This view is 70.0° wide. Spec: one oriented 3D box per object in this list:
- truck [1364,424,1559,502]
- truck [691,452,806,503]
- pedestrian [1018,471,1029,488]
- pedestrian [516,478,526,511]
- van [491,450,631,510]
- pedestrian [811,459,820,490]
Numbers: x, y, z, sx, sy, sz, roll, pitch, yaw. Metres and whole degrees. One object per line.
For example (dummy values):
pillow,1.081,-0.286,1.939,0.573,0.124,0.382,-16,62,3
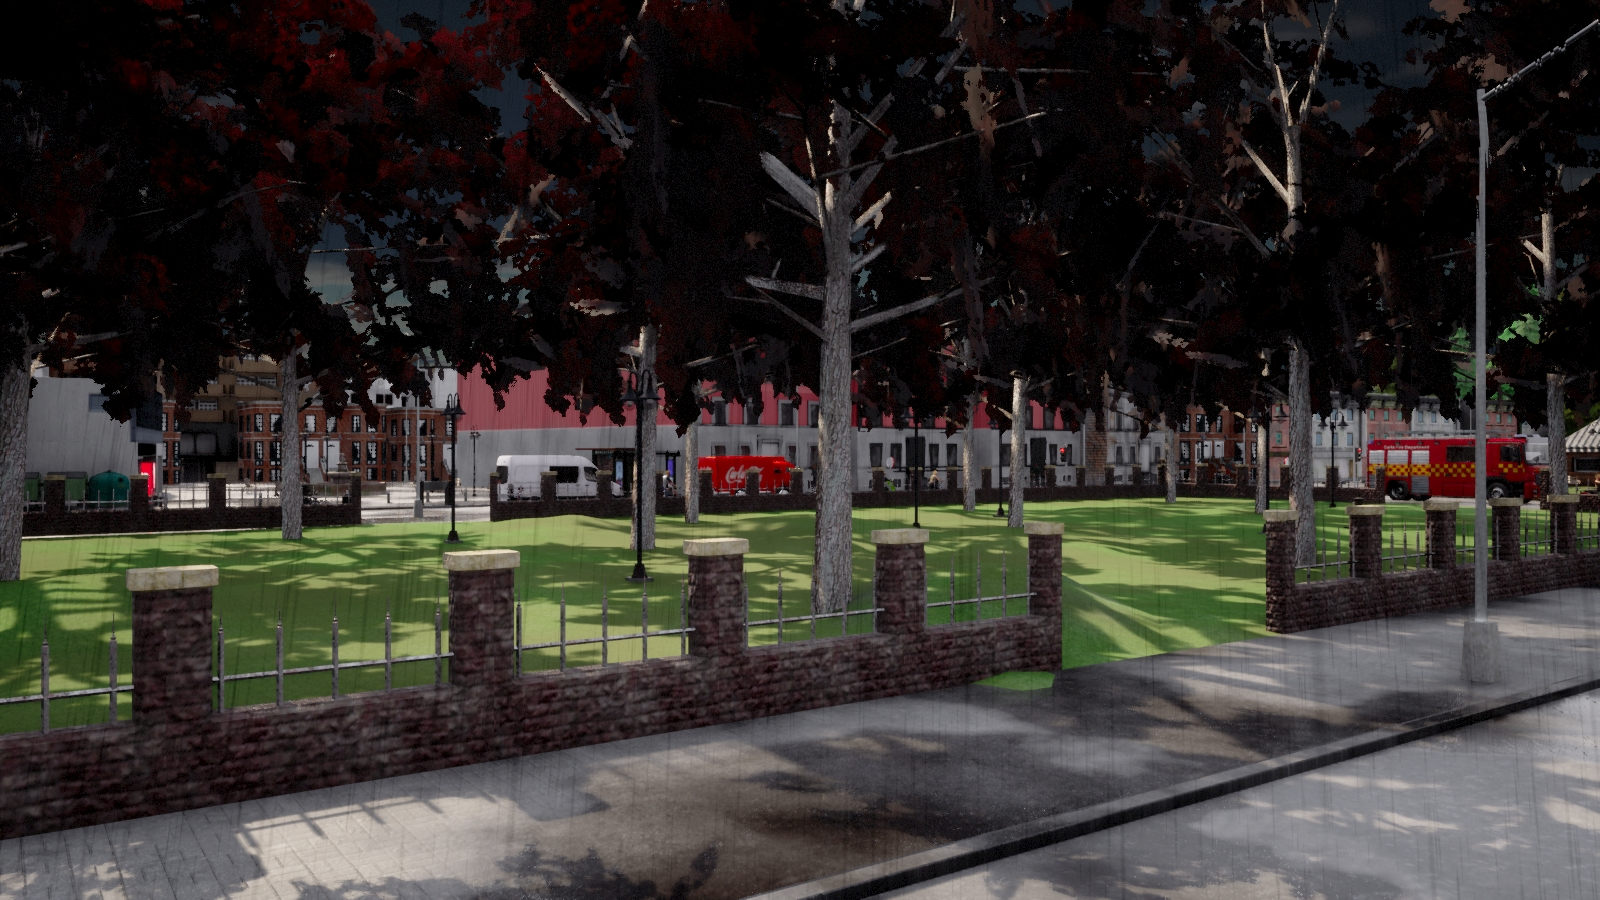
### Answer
truck,34.631,0.645,60.204,2.891,3.827,8.468,0,0,-34
truck,-2.582,1.335,57.891,5.204,2.467,2.627,0,0,-35
pedestrian,14.875,1.986,76.057,0.500,1.100,0.500,0,0,-19
pedestrian,-11.271,1.797,46.148,0.375,1.300,0.375,0,0,-14
van,-10.854,1.306,52.106,5.915,2.561,1.988,0,0,-35
pedestrian,0.942,1.510,70.453,0.375,1.860,0.375,0,0,-43
